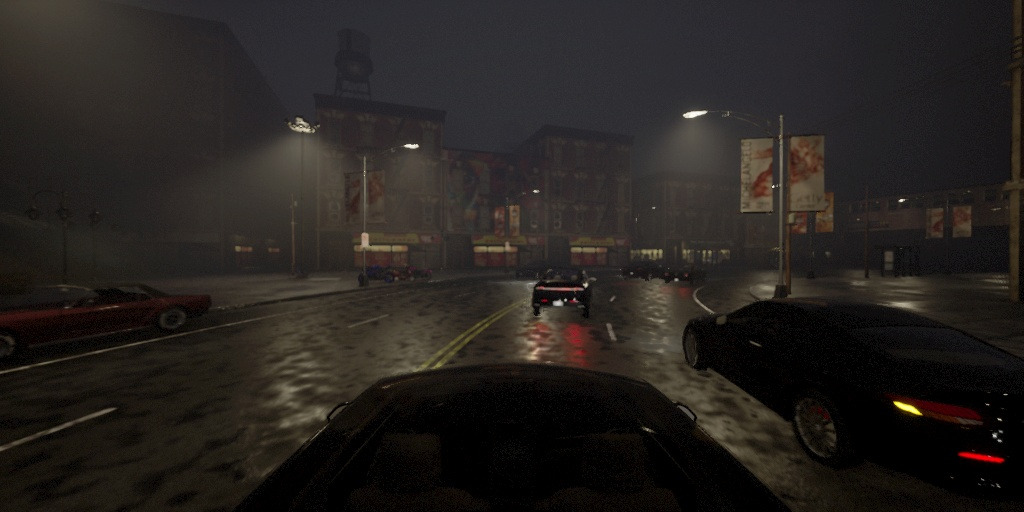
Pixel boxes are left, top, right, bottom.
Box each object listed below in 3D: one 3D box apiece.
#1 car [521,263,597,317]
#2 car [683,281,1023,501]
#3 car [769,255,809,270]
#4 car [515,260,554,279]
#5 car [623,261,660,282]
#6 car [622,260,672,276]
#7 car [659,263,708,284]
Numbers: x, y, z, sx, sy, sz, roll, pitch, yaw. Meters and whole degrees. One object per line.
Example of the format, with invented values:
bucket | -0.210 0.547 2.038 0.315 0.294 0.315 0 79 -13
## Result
car | 2.000 1.193 13.098 2.128 1.511 4.902 0 0 15
car | 3.919 1.273 4.668 1.812 1.442 4.674 0 0 4
car | 38.445 0.851 49.739 5.566 2.045 2.150 0 0 -18
car | 2.216 1.099 29.540 1.882 1.535 5.008 0 0 38
car | 10.545 1.130 28.372 1.882 1.535 5.008 0 0 42
car | 13.588 1.173 35.914 5.357 1.411 2.033 0 0 -35
car | 12.359 1.273 25.393 1.895 1.301 4.718 0 0 41
